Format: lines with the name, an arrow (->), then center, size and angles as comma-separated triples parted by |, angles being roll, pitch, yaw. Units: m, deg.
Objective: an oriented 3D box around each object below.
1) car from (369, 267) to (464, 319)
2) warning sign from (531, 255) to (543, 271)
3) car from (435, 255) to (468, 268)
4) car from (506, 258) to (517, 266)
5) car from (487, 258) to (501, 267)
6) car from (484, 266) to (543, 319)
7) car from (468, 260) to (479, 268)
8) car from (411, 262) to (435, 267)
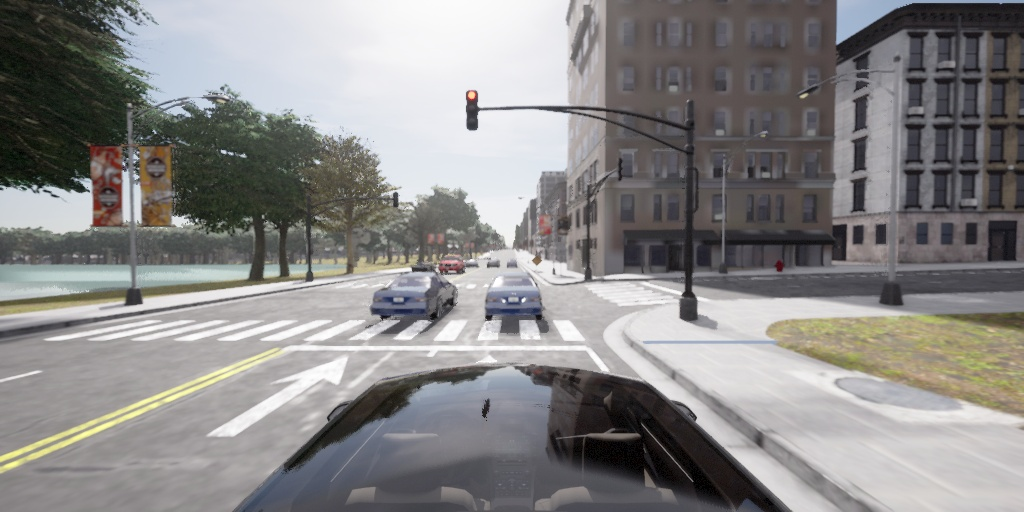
car -> -3.181, 1.273, 12.612 | 2.033, 1.411, 5.357 | 0, 0, 0
warning sign -> 2.839, 0.814, 41.153 | 1.300, 1.860, 1.060 | 0, 0, 0
car -> -6.608, 0.920, 39.689 | 2.150, 2.045, 5.566 | 0, 0, 0
car -> 0.036, 1.249, 61.065 | 2.033, 1.411, 5.357 | 0, 0, 1
car -> -3.217, 1.266, 60.855 | 1.994, 1.385, 4.181 | 0, 0, 1
car -> 0.056, 1.261, 12.663 | 2.033, 1.411, 5.357 | -1, 0, 0
car -> -6.560, 1.267, 59.253 | 1.994, 1.385, 4.181 | 0, 0, 0
car -> -9.856, 1.300, 40.192 | 1.895, 1.301, 4.718 | 0, 0, 0
